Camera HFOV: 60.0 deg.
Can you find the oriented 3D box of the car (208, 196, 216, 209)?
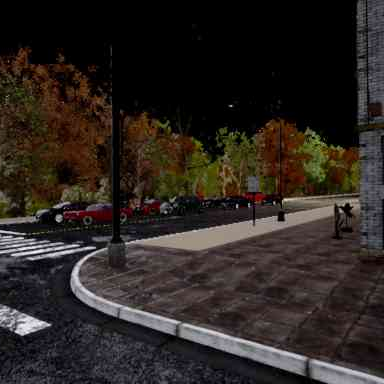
[{"bbox_3d":[2.532,1.195,39.968,2.128,1.511,4.902,-1,0,36],"label":"car"}]

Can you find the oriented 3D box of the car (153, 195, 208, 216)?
[{"bbox_3d":[-0.906,1.117,29.821,2.097,1.767,4.553,-1,0,36],"label":"car"}]

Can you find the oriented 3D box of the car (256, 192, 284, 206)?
[{"bbox_3d":[11.129,1.061,46.103,1.837,1.490,4.892,-1,0,37],"label":"car"}]

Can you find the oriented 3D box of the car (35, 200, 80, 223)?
[{"bbox_3d":[-8.926,1.406,24.399,1.837,1.490,4.892,-1,0,36],"label":"car"}]

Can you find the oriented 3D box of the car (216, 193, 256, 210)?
[{"bbox_3d":[5.068,1.166,37.929,1.837,1.490,4.892,-1,0,36],"label":"car"}]

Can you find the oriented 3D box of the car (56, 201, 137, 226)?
[{"bbox_3d":[-6.298,1.459,22.481,1.895,1.301,4.718,-1,0,36],"label":"car"}]

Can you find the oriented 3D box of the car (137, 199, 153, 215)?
[{"bbox_3d":[-3.648,1.374,31.572,1.994,1.385,4.181,-1,0,36],"label":"car"}]

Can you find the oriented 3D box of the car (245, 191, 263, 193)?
[{"bbox_3d":[8.727,0.817,48.320,2.150,2.045,5.566,-1,0,37],"label":"car"}]
